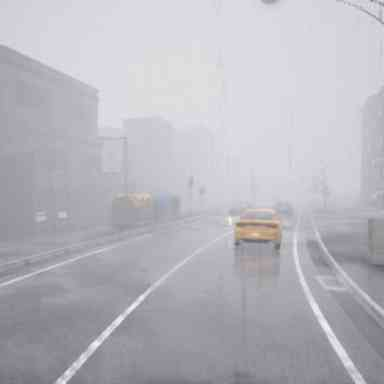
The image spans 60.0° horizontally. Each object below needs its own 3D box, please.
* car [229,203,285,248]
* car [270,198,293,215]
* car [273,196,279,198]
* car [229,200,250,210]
[{"bbox_3d":[3.151,1.504,15.302,1.882,1.535,5.008,1,0,16],"label":"car"},{"bbox_3d":[9.521,1.643,34.752,1.994,1.385,4.181,1,0,19],"label":"car"},{"bbox_3d":[17.928,1.636,70.960,1.994,1.385,4.181,1,0,19],"label":"car"},{"bbox_3d":[4.888,1.540,32.593,1.812,1.442,4.674,1,0,19],"label":"car"}]
